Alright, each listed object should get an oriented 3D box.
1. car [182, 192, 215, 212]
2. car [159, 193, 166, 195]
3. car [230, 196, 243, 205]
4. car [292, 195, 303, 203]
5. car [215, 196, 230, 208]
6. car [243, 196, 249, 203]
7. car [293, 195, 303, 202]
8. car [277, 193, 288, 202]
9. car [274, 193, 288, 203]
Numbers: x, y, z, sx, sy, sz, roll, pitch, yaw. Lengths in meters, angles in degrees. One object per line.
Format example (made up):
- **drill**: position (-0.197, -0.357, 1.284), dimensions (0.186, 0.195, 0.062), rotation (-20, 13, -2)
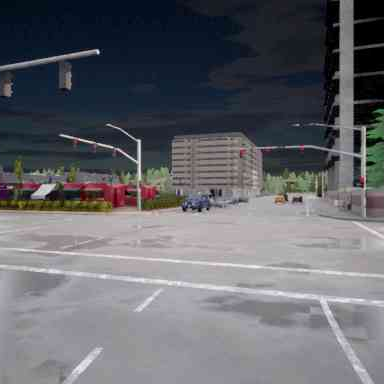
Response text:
- **car**: position (0.597, 1.221, 39.317), dimensions (2.150, 2.045, 5.566), rotation (0, 0, 19)
- **car**: position (-7.964, 1.209, 81.445), dimensions (4.605, 1.855, 1.932), rotation (0, 0, 19)
- **car**: position (6.869, 1.491, 57.676), dimensions (2.128, 1.511, 4.902), rotation (0, 0, 19)
- **car**: position (21.449, 1.478, 67.601), dimensions (1.882, 1.535, 5.008), rotation (0, 0, 19)
- **car**: position (3.746, 1.601, 48.558), dimensions (1.895, 1.301, 4.718), rotation (0, 0, 19)
- **car**: position (10.343, 1.547, 67.663), dimensions (2.033, 1.411, 5.357), rotation (0, 0, 19)
- **car**: position (24.742, 1.525, 77.344), dimensions (2.128, 1.511, 4.902), rotation (0, 0, 19)
- **car**: position (21.547, 1.225, 78.822), dimensions (2.150, 2.045, 5.566), rotation (0, 0, 19)
- **car**: position (18.236, 1.478, 69.005), dimensions (1.882, 1.535, 5.008), rotation (0, 0, 19)
